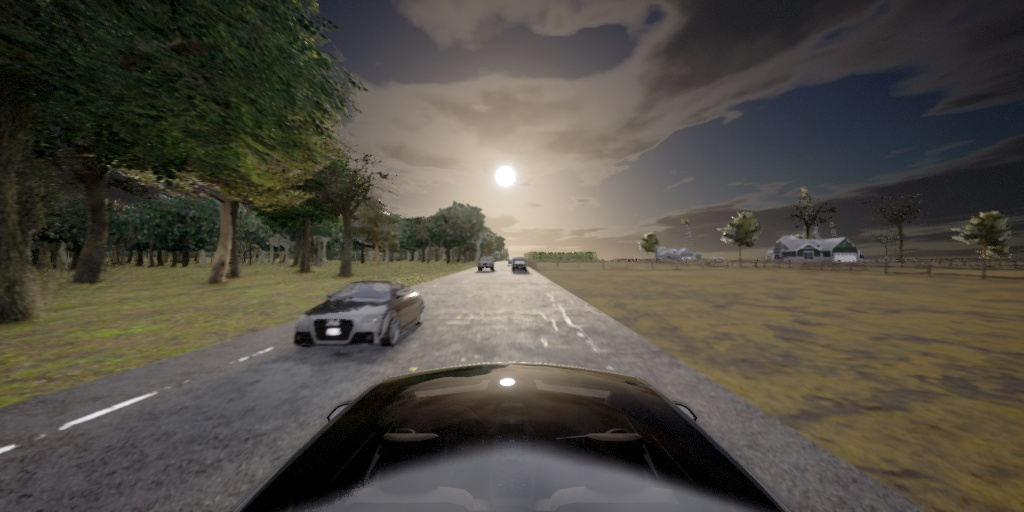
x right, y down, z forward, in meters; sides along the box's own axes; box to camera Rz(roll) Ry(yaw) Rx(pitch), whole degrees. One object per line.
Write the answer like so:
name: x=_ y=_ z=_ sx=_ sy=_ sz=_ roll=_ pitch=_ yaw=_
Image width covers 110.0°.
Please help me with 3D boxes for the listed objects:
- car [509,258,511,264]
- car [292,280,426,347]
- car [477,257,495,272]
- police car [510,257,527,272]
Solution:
car: x=1.036 y=1.105 z=58.361 sx=2.150 sy=2.045 sz=5.566 roll=0 pitch=0 yaw=0
car: x=-3.597 y=1.336 z=9.211 sx=1.994 sy=1.385 sz=4.181 roll=0 pitch=0 yaw=0
car: x=-3.560 y=1.089 z=50.495 sx=2.150 sy=2.045 sz=5.566 roll=0 pitch=0 yaw=1
police car: x=1.038 y=1.291 z=48.428 sx=1.930 sy=1.638 sz=5.238 roll=0 pitch=0 yaw=0
